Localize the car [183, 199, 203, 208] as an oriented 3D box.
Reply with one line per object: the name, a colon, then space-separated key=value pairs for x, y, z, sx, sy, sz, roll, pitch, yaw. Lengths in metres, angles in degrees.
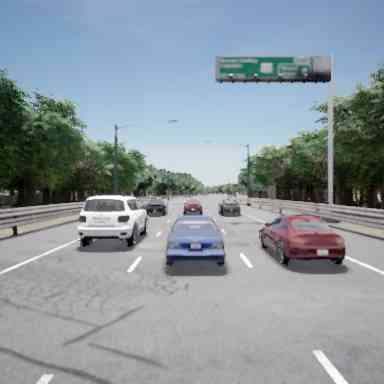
car: x=0.102 y=1.477 z=33.893 sx=1.812 sy=1.442 sz=4.674 roll=0 pitch=0 yaw=0

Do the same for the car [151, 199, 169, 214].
car: x=-3.397 y=1.456 z=32.817 sx=1.837 sy=1.490 sz=4.892 roll=0 pitch=0 yaw=0

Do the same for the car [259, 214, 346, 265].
car: x=3.602 y=1.496 z=11.468 sx=1.812 sy=1.442 sz=4.674 roll=0 pitch=0 yaw=0

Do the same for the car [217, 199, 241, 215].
car: x=3.603 y=1.443 z=32.710 sx=2.128 sy=1.511 sz=4.902 roll=0 pitch=0 yaw=0

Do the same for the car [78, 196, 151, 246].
car: x=-3.401 y=1.184 z=15.180 sx=2.150 sy=2.045 sz=5.566 roll=0 pitch=0 yaw=0

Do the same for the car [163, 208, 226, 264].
car: x=0.099 y=1.518 z=11.584 sx=2.033 sy=1.411 sz=5.357 roll=0 pitch=0 yaw=0
